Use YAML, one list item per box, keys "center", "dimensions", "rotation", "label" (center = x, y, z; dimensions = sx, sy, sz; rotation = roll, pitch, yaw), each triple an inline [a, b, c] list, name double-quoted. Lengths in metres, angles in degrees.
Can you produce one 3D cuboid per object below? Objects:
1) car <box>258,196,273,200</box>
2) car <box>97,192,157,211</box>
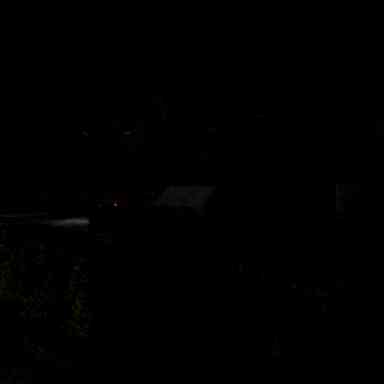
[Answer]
- center: [10.084, 1.368, 47.330]
  dimensions: [1.837, 1.490, 4.892]
  rotation: [1, 0, 44]
  label: "car"
- center: [-5.317, 1.058, 28.233]
  dimensions: [2.150, 2.045, 5.566]
  rotation: [1, 1, 36]
  label: "car"
